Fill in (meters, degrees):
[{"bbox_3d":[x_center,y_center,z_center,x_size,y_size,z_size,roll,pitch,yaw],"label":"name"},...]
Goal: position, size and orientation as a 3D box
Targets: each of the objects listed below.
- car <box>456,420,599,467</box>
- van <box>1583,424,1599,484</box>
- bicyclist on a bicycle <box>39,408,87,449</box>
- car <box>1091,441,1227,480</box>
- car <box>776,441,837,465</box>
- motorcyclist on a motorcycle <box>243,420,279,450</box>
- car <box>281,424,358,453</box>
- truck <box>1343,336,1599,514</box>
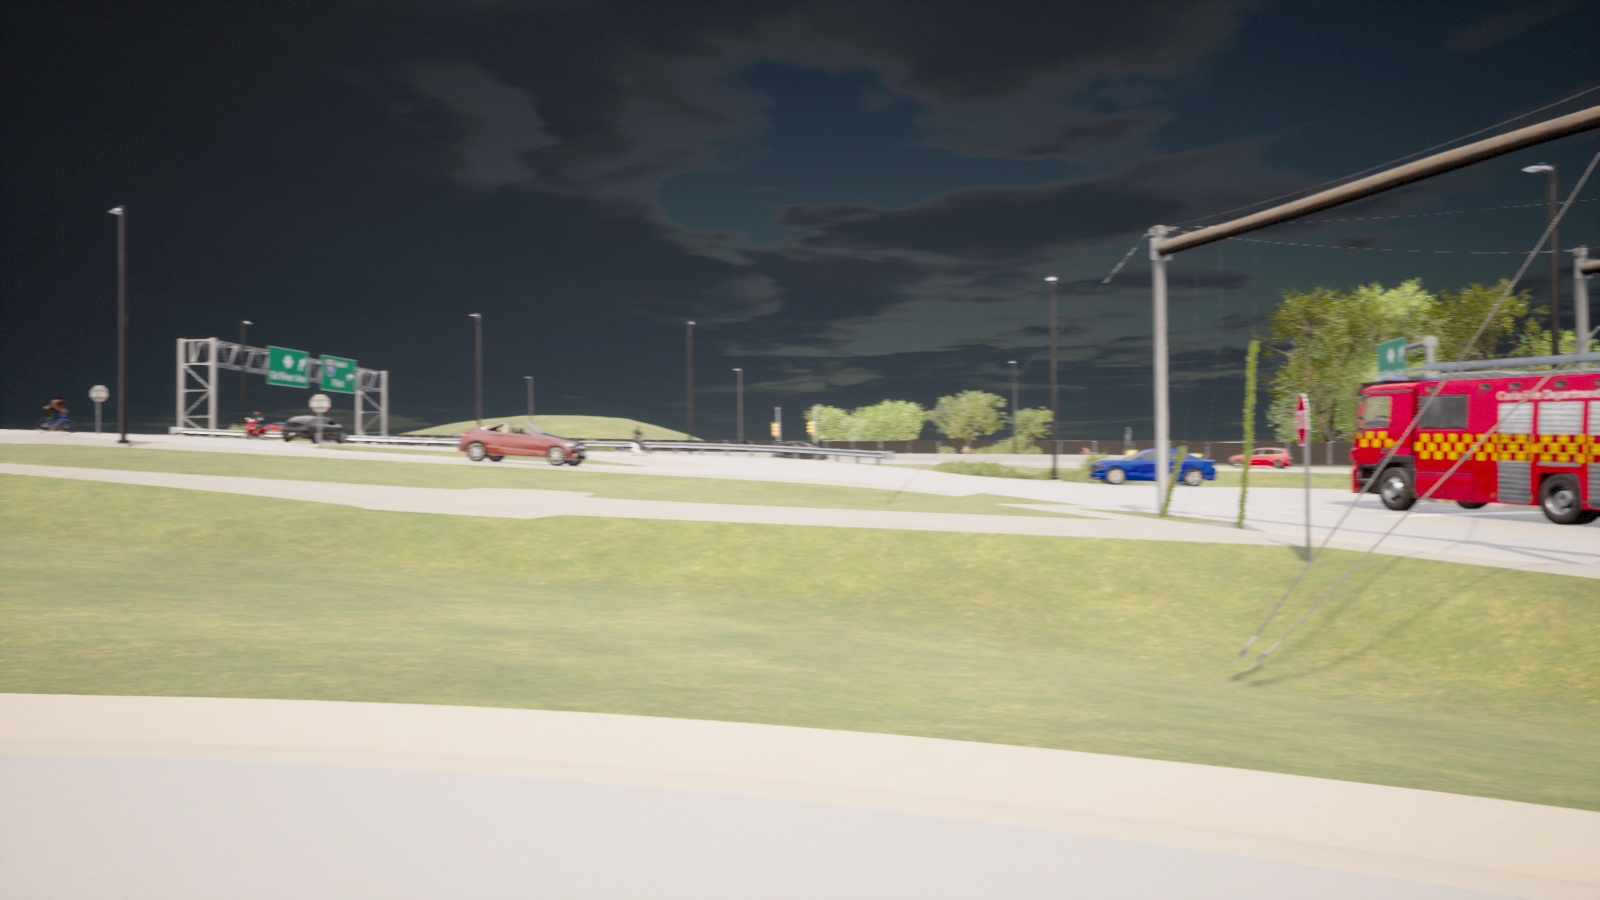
[{"bbox_3d":[-10.767,-0.236,49.729,5.027,1.651,2.152,2,0,10],"label":"car"},{"bbox_3d":[29.057,0.138,42.086,4.442,1.987,1.775,0,-1,7],"label":"van"},{"bbox_3d":[-30.908,-0.891,52.677,1.656,1.620,0.582,2,0,4],"label":"bicyclist on a bicycle"},{"bbox_3d":[14.459,0.426,50.831,5.008,1.535,1.882,0,0,4],"label":"car"},{"bbox_3d":[0.447,0.217,81.697,3.705,1.549,1.789,0,-1,9],"label":"car"},{"bbox_3d":[-29.551,-0.799,68.888,0.866,1.590,1.817,1,0,12],"label":"motorcyclist on a motorcycle"},{"bbox_3d":[-26.195,-0.643,68.614,1.837,1.490,4.892,2,1,7],"label":"car"},{"bbox_3d":[17.568,-0.599,30.888,2.891,3.827,8.468,-1,1,-17],"label":"truck"}]
